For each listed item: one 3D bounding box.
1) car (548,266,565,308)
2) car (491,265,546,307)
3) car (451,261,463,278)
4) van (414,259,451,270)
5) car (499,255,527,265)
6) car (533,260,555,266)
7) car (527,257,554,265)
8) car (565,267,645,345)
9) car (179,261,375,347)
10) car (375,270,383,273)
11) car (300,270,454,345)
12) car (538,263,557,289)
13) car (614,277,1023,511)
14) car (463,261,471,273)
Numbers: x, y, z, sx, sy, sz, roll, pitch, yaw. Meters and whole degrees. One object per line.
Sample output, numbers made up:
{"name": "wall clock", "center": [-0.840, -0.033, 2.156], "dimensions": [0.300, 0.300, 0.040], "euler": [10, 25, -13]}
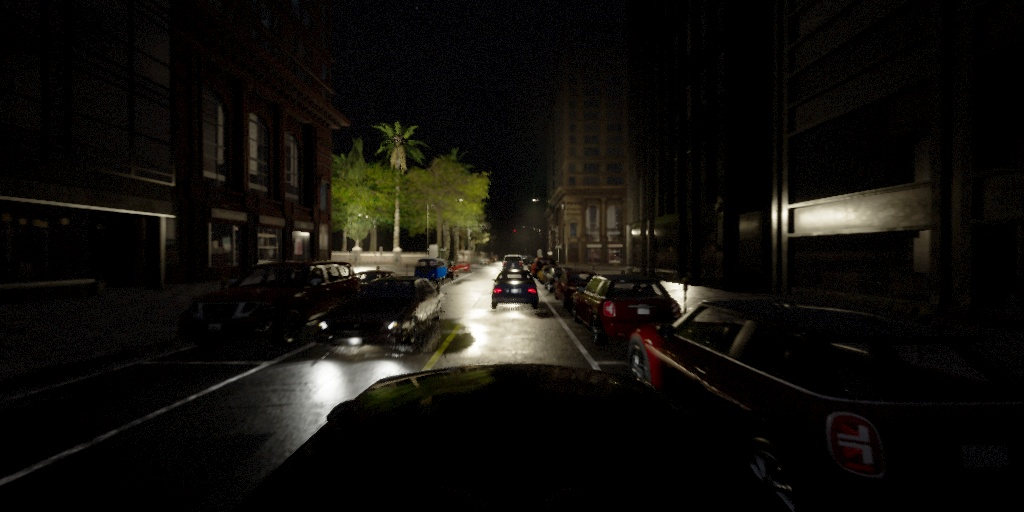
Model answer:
{"name": "car", "center": [2.762, 1.278, 14.879], "dimensions": [1.888, 1.381, 4.507], "euler": [0, 0, 0]}
{"name": "car", "center": [0.101, 1.280, 15.207], "dimensions": [2.033, 1.411, 5.357], "euler": [0, 0, 0]}
{"name": "car", "center": [-5.761, 1.155, 31.170], "dimensions": [1.967, 1.591, 4.097], "euler": [0, 0, 0]}
{"name": "van", "center": [-5.762, 1.062, 25.744], "dimensions": [1.690, 1.789, 3.998], "euler": [0, 0, 0]}
{"name": "car", "center": [0.103, 0.928, 36.446], "dimensions": [2.150, 2.045, 5.566], "euler": [0, 0, 0]}
{"name": "car", "center": [2.764, 1.246, 25.899], "dimensions": [1.751, 1.417, 4.829], "euler": [0, 0, 0]}
{"name": "car", "center": [2.764, 1.029, 31.154], "dimensions": [2.192, 1.841, 5.009], "euler": [0, 0, 0]}
{"name": "car", "center": [2.763, 1.180, 9.454], "dimensions": [1.967, 1.591, 4.097], "euler": [0, 0, 0]}
{"name": "car", "center": [-5.762, 1.055, 9.466], "dimensions": [2.192, 1.841, 5.009], "euler": [0, 0, 0]}
{"name": "car", "center": [-5.762, 1.279, 14.892], "dimensions": [1.888, 1.381, 4.507], "euler": [0, 0, 0]}
{"name": "car", "center": [-3.101, 1.287, 9.712], "dimensions": [2.033, 1.411, 5.357], "euler": [0, 0, 0]}
{"name": "car", "center": [2.763, 1.278, 20.304], "dimensions": [2.007, 1.370, 4.403], "euler": [0, 0, 0]}
{"name": "car", "center": [2.763, 1.187, 4.029], "dimensions": [1.967, 1.591, 4.097], "euler": [0, 0, 0]}
{"name": "car", "center": [-5.761, 1.282, 42.023], "dimensions": [1.802, 1.307, 4.207], "euler": [0, 0, 0]}
